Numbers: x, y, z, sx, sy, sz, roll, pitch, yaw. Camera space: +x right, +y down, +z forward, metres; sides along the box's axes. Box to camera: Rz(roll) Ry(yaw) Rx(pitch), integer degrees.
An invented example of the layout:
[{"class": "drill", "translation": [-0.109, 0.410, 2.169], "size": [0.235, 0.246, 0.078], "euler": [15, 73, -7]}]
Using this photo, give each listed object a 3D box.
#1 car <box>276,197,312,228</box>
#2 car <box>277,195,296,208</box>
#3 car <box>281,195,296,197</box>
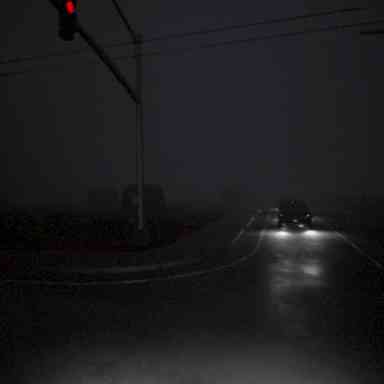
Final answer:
[{"class": "car", "translation": [6.131, 1.242, 20.103], "size": [1.812, 1.442, 4.674], "euler": [-1, 0, 15]}, {"class": "car", "translation": [10.975, 1.064, 38.656], "size": [1.994, 1.385, 4.181], "euler": [-1, 0, 15]}, {"class": "car", "translation": [8.448, 1.090, 29.026], "size": [1.882, 1.535, 5.008], "euler": [-1, 0, 14]}]
